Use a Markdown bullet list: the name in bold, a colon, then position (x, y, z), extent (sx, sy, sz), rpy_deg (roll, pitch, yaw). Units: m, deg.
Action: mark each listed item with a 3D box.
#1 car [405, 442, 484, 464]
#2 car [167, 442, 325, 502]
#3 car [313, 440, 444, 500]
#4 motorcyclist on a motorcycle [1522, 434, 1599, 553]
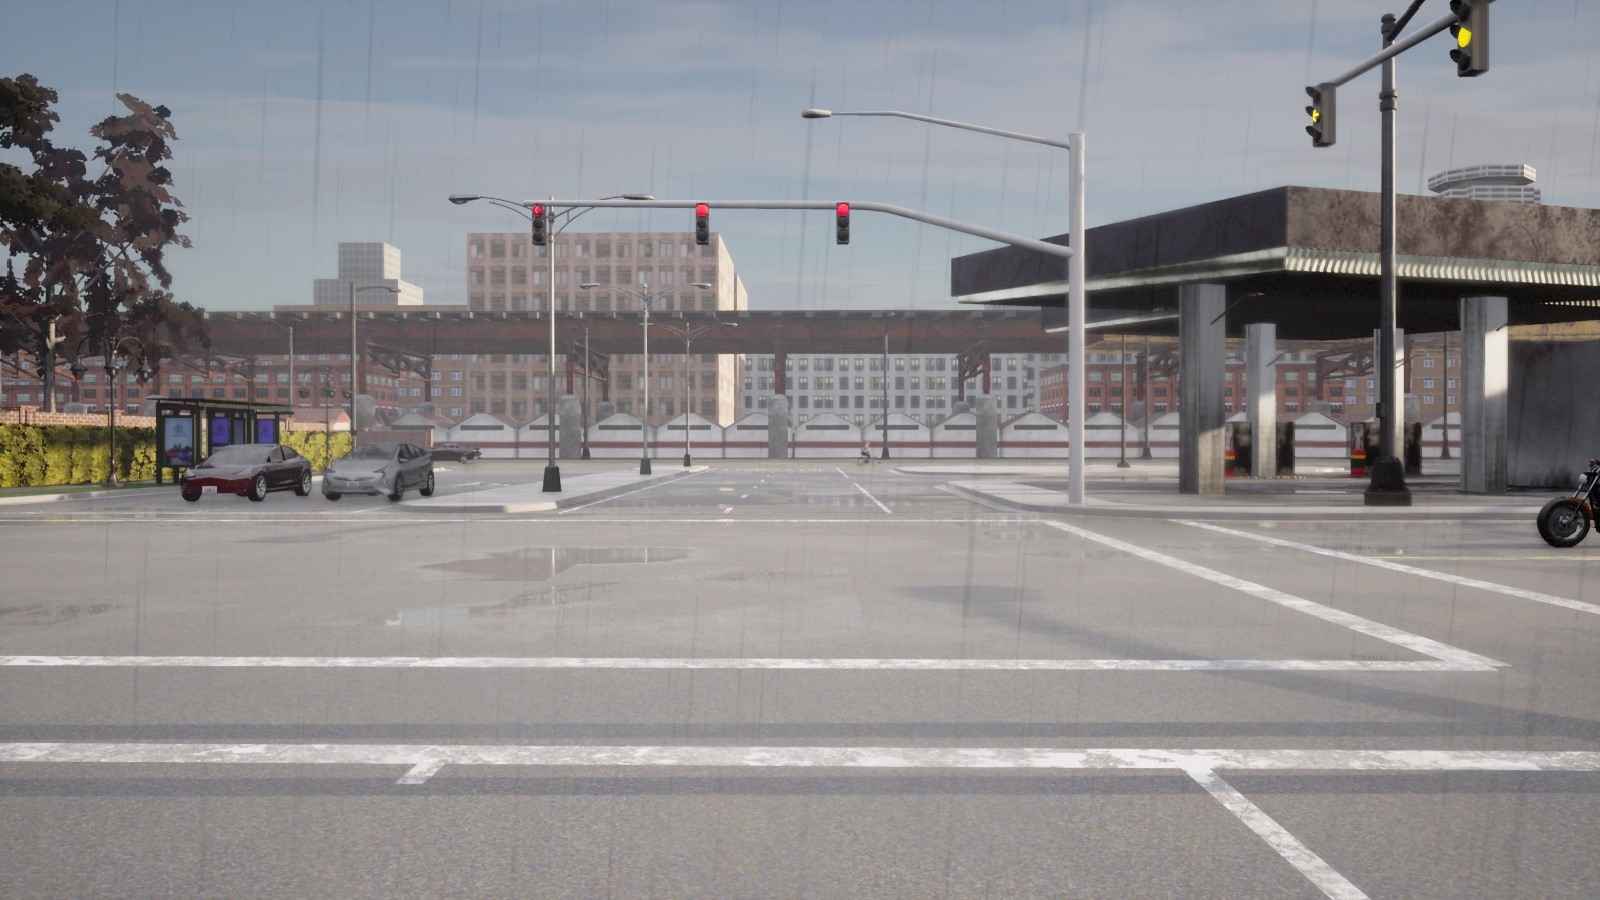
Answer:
- **car**: position (-24.830, 0.187, 87.811), extent (4.902, 1.511, 2.128), rpy_deg (0, 0, 1)
- **car**: position (-14.822, 0.543, 33.925), extent (2.163, 1.488, 4.792), rpy_deg (0, 0, 0)
- **car**: position (-11.300, 0.492, 34.023), extent (2.007, 1.525, 4.514), rpy_deg (0, 0, 0)
- **motorcyclist on a motorcycle**: position (11.649, 0.606, 17.834), extent (2.350, 1.649, 0.766), rpy_deg (0, 0, -1)
